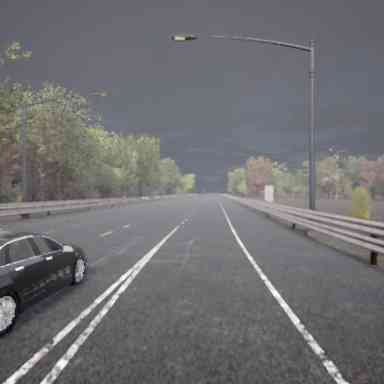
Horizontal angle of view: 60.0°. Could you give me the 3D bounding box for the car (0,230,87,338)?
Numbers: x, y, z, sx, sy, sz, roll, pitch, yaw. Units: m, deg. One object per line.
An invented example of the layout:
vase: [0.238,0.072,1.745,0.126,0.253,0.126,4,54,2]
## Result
car: [-3.718,1.533,6.636,1.837,1.490,4.892,0,0,4]
